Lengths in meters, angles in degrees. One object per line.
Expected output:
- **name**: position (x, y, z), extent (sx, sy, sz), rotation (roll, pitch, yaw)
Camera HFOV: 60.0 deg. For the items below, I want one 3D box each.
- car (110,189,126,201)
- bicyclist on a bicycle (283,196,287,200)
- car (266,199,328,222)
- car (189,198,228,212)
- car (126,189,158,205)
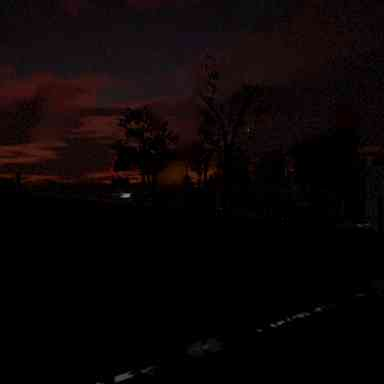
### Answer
- **car**: position (-13.073, 0.549, 60.912), extent (2.150, 2.045, 5.566), rotation (0, 1, -35)
- **bicyclist on a bicycle**: position (9.539, 1.225, 33.960), extent (1.656, 1.620, 0.582), rotation (0, 1, -35)
- **car**: position (8.003, 1.332, 25.707), extent (1.882, 1.535, 5.008), rotation (0, 1, -35)
- **car**: position (1.692, 1.316, 34.762), extent (1.895, 1.301, 4.718), rotation (0, 1, -35)
- **car**: position (-6.873, 0.746, 47.086), extent (2.150, 2.045, 5.566), rotation (0, 1, -35)
